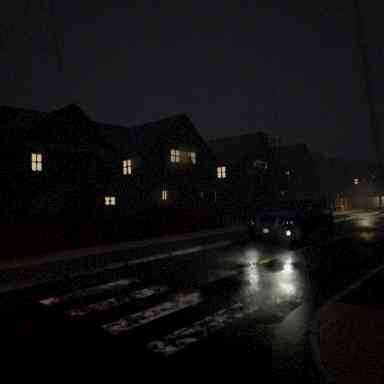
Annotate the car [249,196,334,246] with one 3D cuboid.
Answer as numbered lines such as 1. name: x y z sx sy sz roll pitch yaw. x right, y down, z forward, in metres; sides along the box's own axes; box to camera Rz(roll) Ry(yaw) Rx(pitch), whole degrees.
1. car: 4.920 1.254 15.914 2.150 2.045 5.566 -2 -2 42
